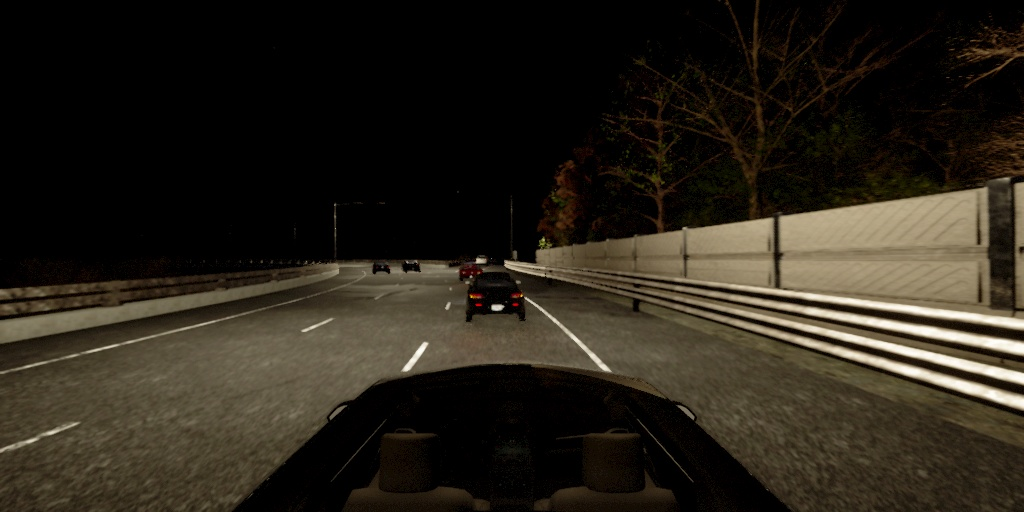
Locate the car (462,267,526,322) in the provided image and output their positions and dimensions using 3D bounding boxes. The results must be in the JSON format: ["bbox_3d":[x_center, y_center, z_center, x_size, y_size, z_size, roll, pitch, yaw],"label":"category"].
[{"bbox_3d":[-0.633,1.273,12.303,1.812,1.442,4.674,0,0,-5],"label":"car"}]

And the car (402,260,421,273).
[{"bbox_3d":[-12.546,1.271,44.430,2.128,1.511,4.902,0,0,-23],"label":"car"}]

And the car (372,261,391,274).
[{"bbox_3d":[-15.425,1.338,42.342,2.033,1.411,5.357,0,0,-23],"label":"car"}]

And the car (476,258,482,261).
[{"bbox_3d":[-5.199,1.313,46.064,1.994,1.385,4.181,0,0,-5],"label":"car"}]

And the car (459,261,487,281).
[{"bbox_3d":[-3.491,1.351,30.399,1.895,1.301,4.718,0,0,-9],"label":"car"}]
